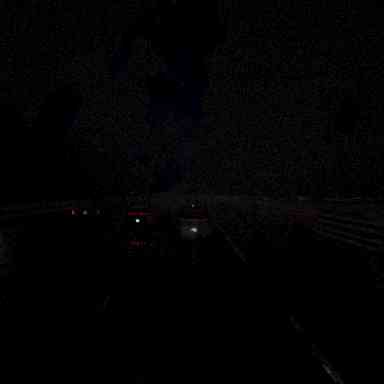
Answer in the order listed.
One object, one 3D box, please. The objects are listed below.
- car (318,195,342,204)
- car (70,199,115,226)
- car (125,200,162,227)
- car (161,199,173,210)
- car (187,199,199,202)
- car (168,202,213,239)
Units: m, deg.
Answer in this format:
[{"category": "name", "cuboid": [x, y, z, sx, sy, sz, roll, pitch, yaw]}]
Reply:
[{"category": "car", "cuboid": [31.831, 1.599, 76.523, 2.150, 2.045, 5.566, 0, 0, -29]}, {"category": "car", "cuboid": [-6.900, 1.377, 23.593, 2.097, 1.767, 4.553, 0, 0, 0]}, {"category": "car", "cuboid": [-3.400, 1.530, 23.164, 1.837, 1.490, 4.892, 0, 0, 0]}, {"category": "car", "cuboid": [-3.385, 1.608, 41.622, 1.994, 1.385, 4.181, 1, 0, 0]}, {"category": "car", "cuboid": [0.102, 1.602, 40.116, 2.033, 1.411, 5.357, 0, 0, 0]}, {"category": "car", "cuboid": [0.100, 1.508, 17.550, 2.128, 1.511, 4.902, 0, 0, 0]}]
